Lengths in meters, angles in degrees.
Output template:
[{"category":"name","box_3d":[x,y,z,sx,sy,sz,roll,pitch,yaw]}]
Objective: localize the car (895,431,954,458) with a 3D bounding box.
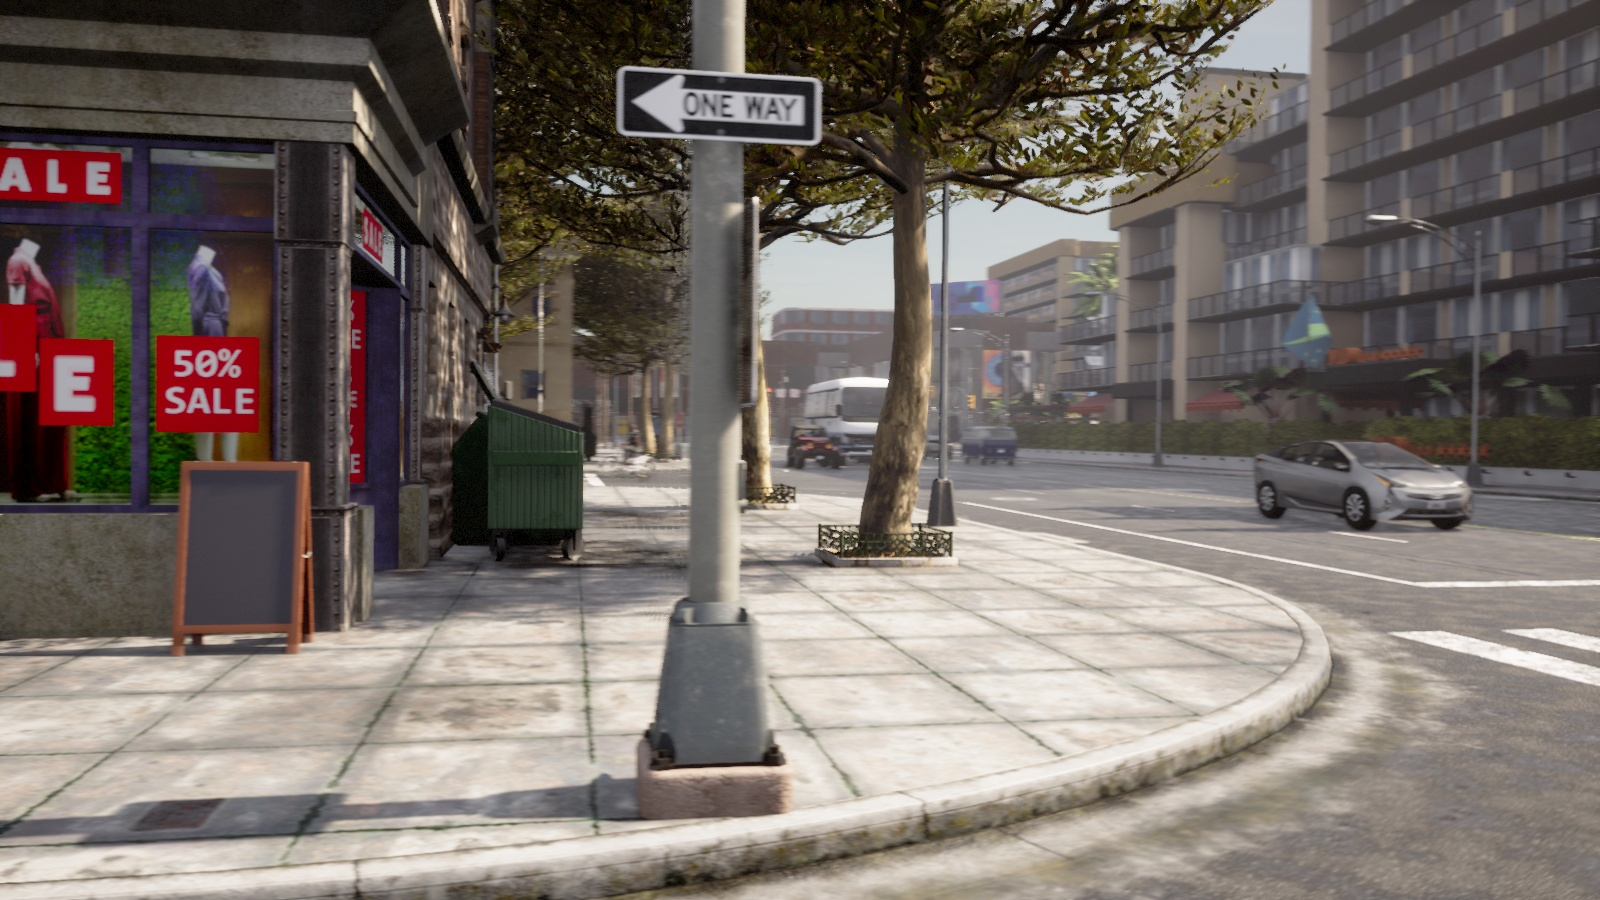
[{"category":"car","box_3d":[7.299,-0.370,74.325,2.128,1.511,4.902,-1,1,-11]}]

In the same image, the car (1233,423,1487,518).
[{"category":"car","box_3d":[10.053,0.308,22.997,2.007,1.525,4.514,-1,1,-11]}]

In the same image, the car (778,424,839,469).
[{"category":"car","box_3d":[0.326,-0.179,54.991,1.905,1.878,3.866,-1,1,-11]}]

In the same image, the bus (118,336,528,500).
[{"category":"bus","box_3d":[-13.046,-0.925,35.590,10.273,4.253,3.944,-1,1,-11]}]

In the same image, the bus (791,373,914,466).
[{"category":"bus","box_3d":[2.409,-1.486,62.932,3.944,4.253,10.273,-1,1,-10]}]

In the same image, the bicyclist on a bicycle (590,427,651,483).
[{"category":"bicyclist on a bicycle","box_3d":[-5.880,0.161,41.172,1.843,1.776,0.659,-1,0,-26]}]

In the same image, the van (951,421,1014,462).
[{"category":"van","box_3d":[9.259,-0.454,64.122,1.775,1.987,4.442,-1,1,-11]}]
